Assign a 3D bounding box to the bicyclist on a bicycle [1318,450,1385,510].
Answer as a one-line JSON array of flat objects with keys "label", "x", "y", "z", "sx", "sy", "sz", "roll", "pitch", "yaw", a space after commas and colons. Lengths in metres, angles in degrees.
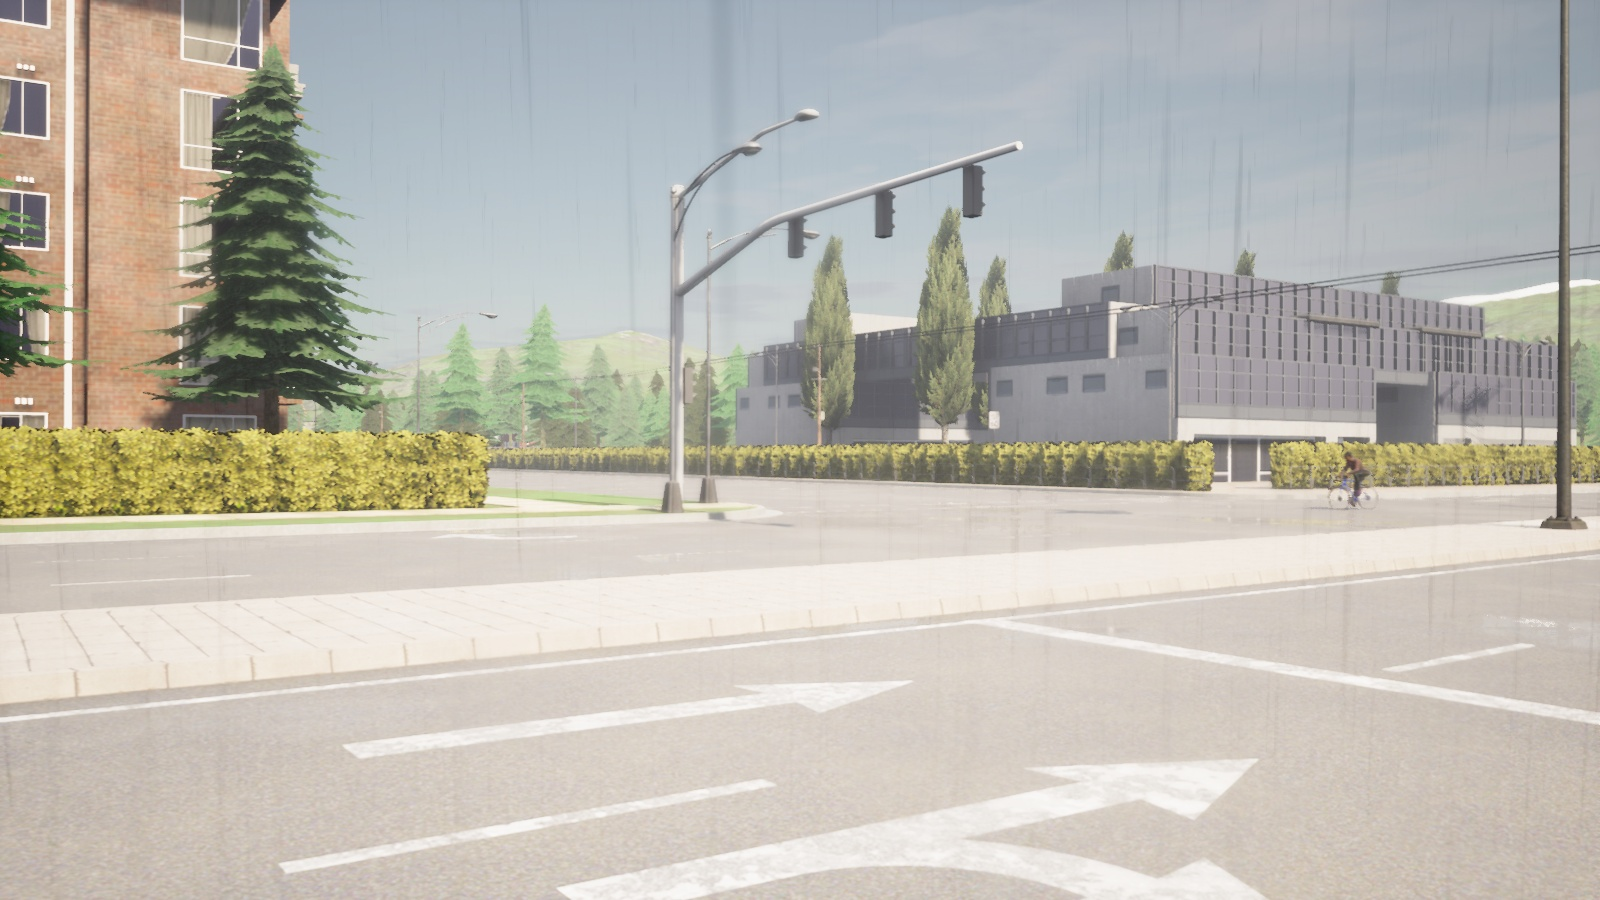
[{"label": "bicyclist on a bicycle", "x": 15.222, "y": 0.816, "z": 34.664, "sx": 1.656, "sy": 1.620, "sz": 0.582, "roll": 0, "pitch": -1, "yaw": -16}]
